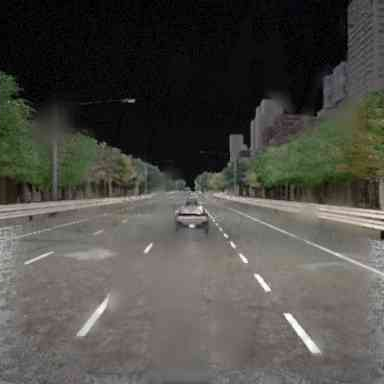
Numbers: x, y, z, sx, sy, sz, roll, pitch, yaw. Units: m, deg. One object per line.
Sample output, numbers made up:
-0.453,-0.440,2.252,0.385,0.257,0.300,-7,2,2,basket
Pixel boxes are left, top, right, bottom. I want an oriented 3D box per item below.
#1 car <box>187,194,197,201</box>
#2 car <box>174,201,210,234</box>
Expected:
-0.002,1.547,58.552,1.837,1.490,4.892,0,0,0,car
-0.001,1.517,19.413,2.128,1.511,4.902,0,0,0,car
